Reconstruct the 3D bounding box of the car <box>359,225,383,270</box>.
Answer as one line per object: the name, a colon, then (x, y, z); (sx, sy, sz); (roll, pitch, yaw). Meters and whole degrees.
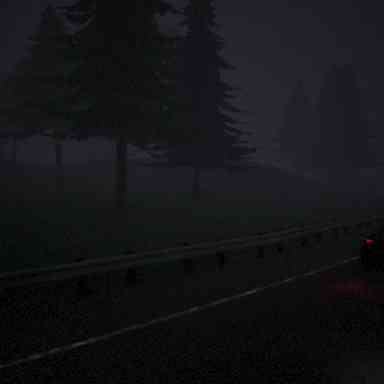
car: (6.245, 1.288, 8.915); (4.181, 1.385, 1.994); (-2, 1, -40)
